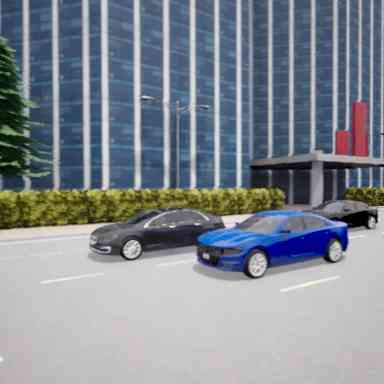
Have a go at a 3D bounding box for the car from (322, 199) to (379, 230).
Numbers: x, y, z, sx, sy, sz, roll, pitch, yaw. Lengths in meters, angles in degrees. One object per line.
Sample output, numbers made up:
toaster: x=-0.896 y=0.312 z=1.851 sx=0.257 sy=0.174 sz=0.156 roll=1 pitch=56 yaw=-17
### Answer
car: x=7.485 y=1.166 z=17.012 sx=5.008 sy=1.535 sz=1.882 roll=-1 pitch=1 yaw=-32

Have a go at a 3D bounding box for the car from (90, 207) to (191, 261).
car: x=-1.040 y=1.315 z=11.591 sx=4.892 sy=1.490 sz=1.837 roll=-1 pitch=1 yaw=-32

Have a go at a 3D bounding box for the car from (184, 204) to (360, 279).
car: x=2.461 y=1.306 z=9.670 sx=5.008 sy=1.535 sz=1.882 roll=-1 pitch=1 yaw=-32
